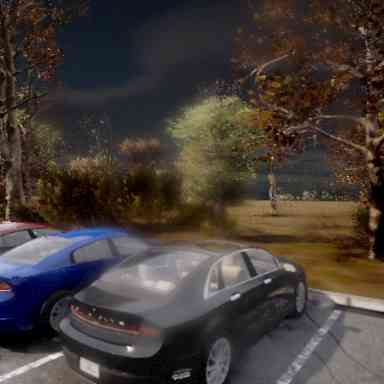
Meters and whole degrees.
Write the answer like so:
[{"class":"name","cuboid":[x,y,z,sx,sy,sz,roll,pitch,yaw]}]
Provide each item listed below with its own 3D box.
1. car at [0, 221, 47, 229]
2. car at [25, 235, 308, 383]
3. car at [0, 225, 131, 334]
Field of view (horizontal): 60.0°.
[{"class":"car","cuboid":[-4.236,1.534,8.607,2.097,1.535,5.008,-1,0,35]},{"class":"car","cuboid":[0.363,1.499,5.329,2.231,1.521,4.892,-1,0,35]},{"class":"car","cuboid":[-1.937,1.516,6.968,2.097,1.535,5.008,0,0,35]}]
